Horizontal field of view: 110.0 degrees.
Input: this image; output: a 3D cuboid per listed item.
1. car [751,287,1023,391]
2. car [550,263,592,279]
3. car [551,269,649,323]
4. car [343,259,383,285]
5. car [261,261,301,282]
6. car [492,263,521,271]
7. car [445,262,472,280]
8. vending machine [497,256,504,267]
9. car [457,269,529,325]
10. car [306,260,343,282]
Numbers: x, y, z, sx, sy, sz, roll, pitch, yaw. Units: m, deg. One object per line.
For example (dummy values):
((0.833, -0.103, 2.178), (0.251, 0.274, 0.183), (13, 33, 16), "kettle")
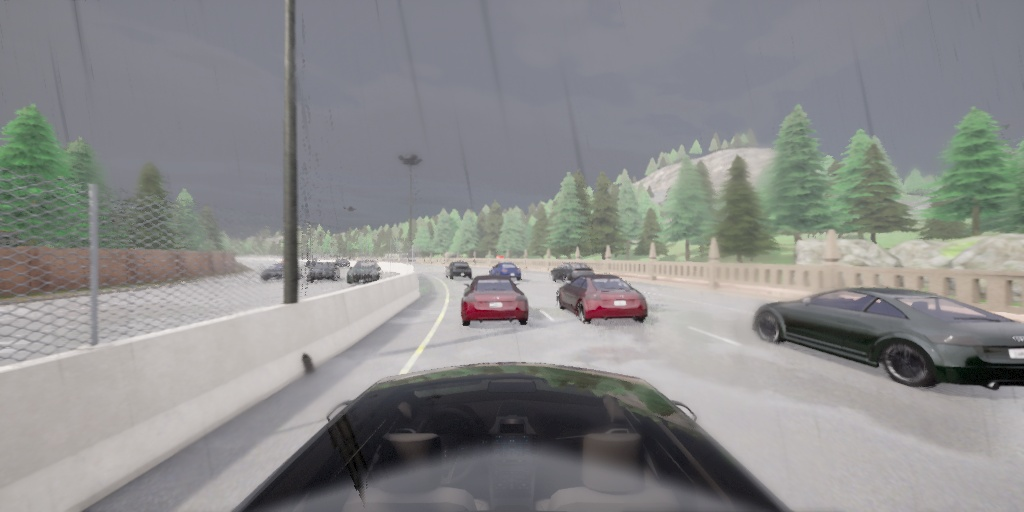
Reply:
((6.774, 1.283, 6.847), (1.994, 1.385, 4.181), (0, 0, -3), "car")
((4.163, 1.206, 25.321), (2.128, 1.511, 4.902), (0, 0, -13), "car")
((2.834, 1.294, 12.072), (1.994, 1.385, 4.181), (0, 0, -6), "car")
((-10.748, 1.125, 26.456), (2.097, 1.767, 4.553), (0, 0, -16), "car")
((-19.045, 1.350, 29.871), (2.033, 1.411, 5.357), (0, 0, -19), "car")
((-0.562, 1.255, 29.641), (1.812, 1.442, 4.674), (0, 0, -16), "car")
((-4.718, 1.249, 31.441), (1.837, 1.490, 4.892), (0, 0, -17), "car")
((-1.973, 0.904, 61.533), (1.100, 2.100, 0.880), (0, 0, -31), "vending machine")
((-0.651, 1.308, 11.828), (1.994, 1.385, 4.181), (0, 0, -6), "car")
((-15.269, 1.293, 29.388), (1.837, 1.490, 4.892), (0, 0, -18), "car")
